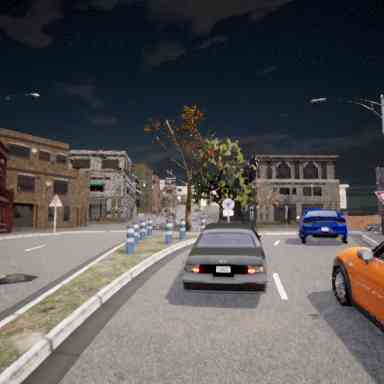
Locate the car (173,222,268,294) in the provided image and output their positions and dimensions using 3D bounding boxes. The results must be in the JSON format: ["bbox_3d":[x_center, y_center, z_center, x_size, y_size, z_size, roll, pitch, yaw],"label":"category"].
[{"bbox_3d":[0.992,1.518,8.886,2.033,1.411,5.357,-1,0,9],"label":"car"}]

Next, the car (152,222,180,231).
[{"bbox_3d":[-3.582,4.607,44.224,4.181,1.385,1.994,3,-7,-25],"label":"car"}]

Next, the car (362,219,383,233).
[{"bbox_3d":[22.195,3.930,37.695,4.902,1.511,2.128,2,-6,-8],"label":"car"}]

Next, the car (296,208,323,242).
[{"bbox_3d":[6.151,1.563,16.037,1.882,1.535,5.008,-2,-5,16],"label":"car"}]

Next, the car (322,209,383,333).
[{"bbox_3d":[3.762,1.319,4.913,2.097,1.767,4.553,0,1,5],"label":"car"}]
